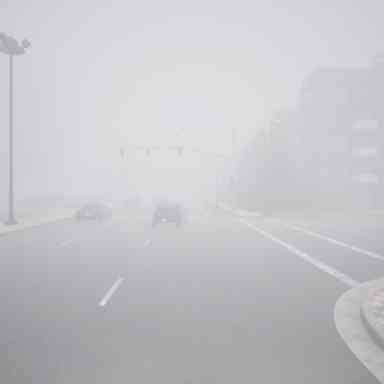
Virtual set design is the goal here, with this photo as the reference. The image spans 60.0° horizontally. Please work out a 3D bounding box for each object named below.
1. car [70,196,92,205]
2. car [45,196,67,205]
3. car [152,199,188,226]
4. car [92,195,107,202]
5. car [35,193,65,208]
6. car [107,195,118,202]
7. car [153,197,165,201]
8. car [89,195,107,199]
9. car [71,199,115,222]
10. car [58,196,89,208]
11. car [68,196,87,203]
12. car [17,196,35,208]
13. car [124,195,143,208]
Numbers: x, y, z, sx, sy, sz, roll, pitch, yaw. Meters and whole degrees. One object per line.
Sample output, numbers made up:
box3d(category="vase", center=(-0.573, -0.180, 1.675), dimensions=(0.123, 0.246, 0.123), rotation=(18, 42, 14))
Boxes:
box3d(category="car", center=(-19.879, 1.483, 59.847), dimensions=(2.033, 1.411, 5.357), rotation=(0, 0, 0))
box3d(category="car", center=(-23.395, 1.442, 57.537), dimensions=(1.837, 1.490, 4.892), rotation=(0, 0, 0))
box3d(category="car", center=(-1.440, 1.480, 22.993), dimensions=(1.837, 1.490, 4.892), rotation=(0, 0, 7))
box3d(category="car", center=(-19.872, 1.396, 71.906), dimensions=(1.882, 1.535, 5.008), rotation=(0, 0, 0))
box3d(category="car", center=(-19.874, 1.171, 47.739), dimensions=(2.150, 2.045, 5.566), rotation=(0, 0, 0))
box3d(category="car", center=(-16.369, 1.444, 67.390), dimensions=(2.128, 1.511, 4.902), rotation=(0, 0, 0))
box3d(category="car", center=(-4.724, 1.425, 49.073), dimensions=(1.882, 1.535, 5.008), rotation=(0, 0, 0))
box3d(category="car", center=(-16.406, 1.442, 56.464), dimensions=(1.837, 1.490, 4.892), rotation=(0, 1, 1))
box3d(category="car", center=(-7.619, 1.536, 26.073), dimensions=(1.994, 1.385, 4.181), rotation=(0, 0, -2))
box3d(category="car", center=(-16.373, 1.551, 46.125), dimensions=(1.895, 1.301, 4.718), rotation=(0, 0, 0))
box3d(category="car", center=(-23.369, 1.465, 68.198), dimensions=(2.033, 1.411, 5.357), rotation=(0, 0, 0))
box3d(category="car", center=(-23.366, 1.426, 48.170), dimensions=(1.882, 1.535, 5.008), rotation=(0, 0, 0))
box3d(category="car", center=(-8.206, 1.301, 47.190), dimensions=(2.097, 1.767, 4.553), rotation=(0, 0, -1))
